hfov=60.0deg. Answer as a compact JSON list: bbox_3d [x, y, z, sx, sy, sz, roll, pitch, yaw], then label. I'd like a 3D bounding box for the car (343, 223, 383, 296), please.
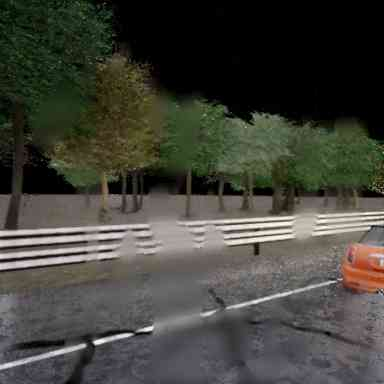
[{"bbox_3d":[5.545,1.442,7.703,4.553,1.767,2.097,1,0,-36],"label":"car"}]
